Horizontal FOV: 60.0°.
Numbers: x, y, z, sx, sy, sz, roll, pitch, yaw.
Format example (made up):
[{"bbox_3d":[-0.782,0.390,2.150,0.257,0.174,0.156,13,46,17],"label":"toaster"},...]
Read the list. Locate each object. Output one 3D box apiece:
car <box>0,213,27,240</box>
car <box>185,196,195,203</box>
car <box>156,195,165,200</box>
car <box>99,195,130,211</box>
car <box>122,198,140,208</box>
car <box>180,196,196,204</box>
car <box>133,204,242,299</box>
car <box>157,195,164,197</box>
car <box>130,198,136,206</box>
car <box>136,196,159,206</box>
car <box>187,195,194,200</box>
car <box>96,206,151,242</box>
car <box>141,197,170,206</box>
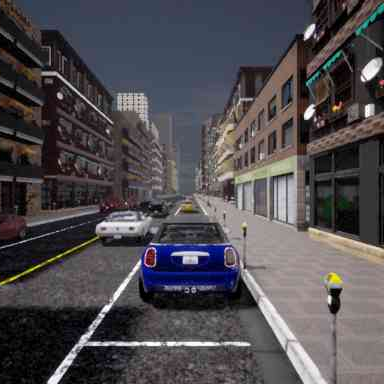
[{"bbox_3d":[-8.835,1.583,14.612,1.802,1.307,4.206,0,0,0],"label":"car"},{"bbox_3d":[-0.453,1.545,70.970,2.008,1.369,4.403,0,0,0],"label":"car"},{"bbox_3d":[-8.834,1.539,93.519,2.008,1.369,4.403,0,0,0],"label":"car"},{"bbox_3d":[-8.833,1.314,37.157,2.192,1.841,5.009,0,0,0],"label":"car"},{"bbox_3d":[-8.834,1.543,48.430,1.887,1.381,4.507,0,0,0],"label":"car"},{"bbox_3d":[-0.454,1.525,37.323,1.752,1.417,4.829,0,0,0],"label":"car"},{"bbox_3d":[-0.032,1.353,8.619,2.097,1.767,4.553,0,0,0],"label":"car"},{"bbox_3d":[-8.834,1.541,87.882,2.008,1.369,4.403,0,0,0],"label":"car"},{"bbox_3d":[-8.834,1.439,42.793,1.967,1.590,4.097,0,0,0],"label":"car"},{"bbox_3d":[-6.161,1.599,46.881,1.895,1.301,4.718,0,0,0],"label":"car"},{"bbox_3d":[-0.452,1.513,93.685,1.752,1.417,4.829,0,0,0],"label":"car"},{"bbox_3d":[-3.132,1.602,16.329,1.895,1.301,4.718,0,0,0],"label":"car"},{"bbox_3d":[-3.129,1.493,31.586,2.128,1.511,4.902,0,0,0],"label":"car"}]
